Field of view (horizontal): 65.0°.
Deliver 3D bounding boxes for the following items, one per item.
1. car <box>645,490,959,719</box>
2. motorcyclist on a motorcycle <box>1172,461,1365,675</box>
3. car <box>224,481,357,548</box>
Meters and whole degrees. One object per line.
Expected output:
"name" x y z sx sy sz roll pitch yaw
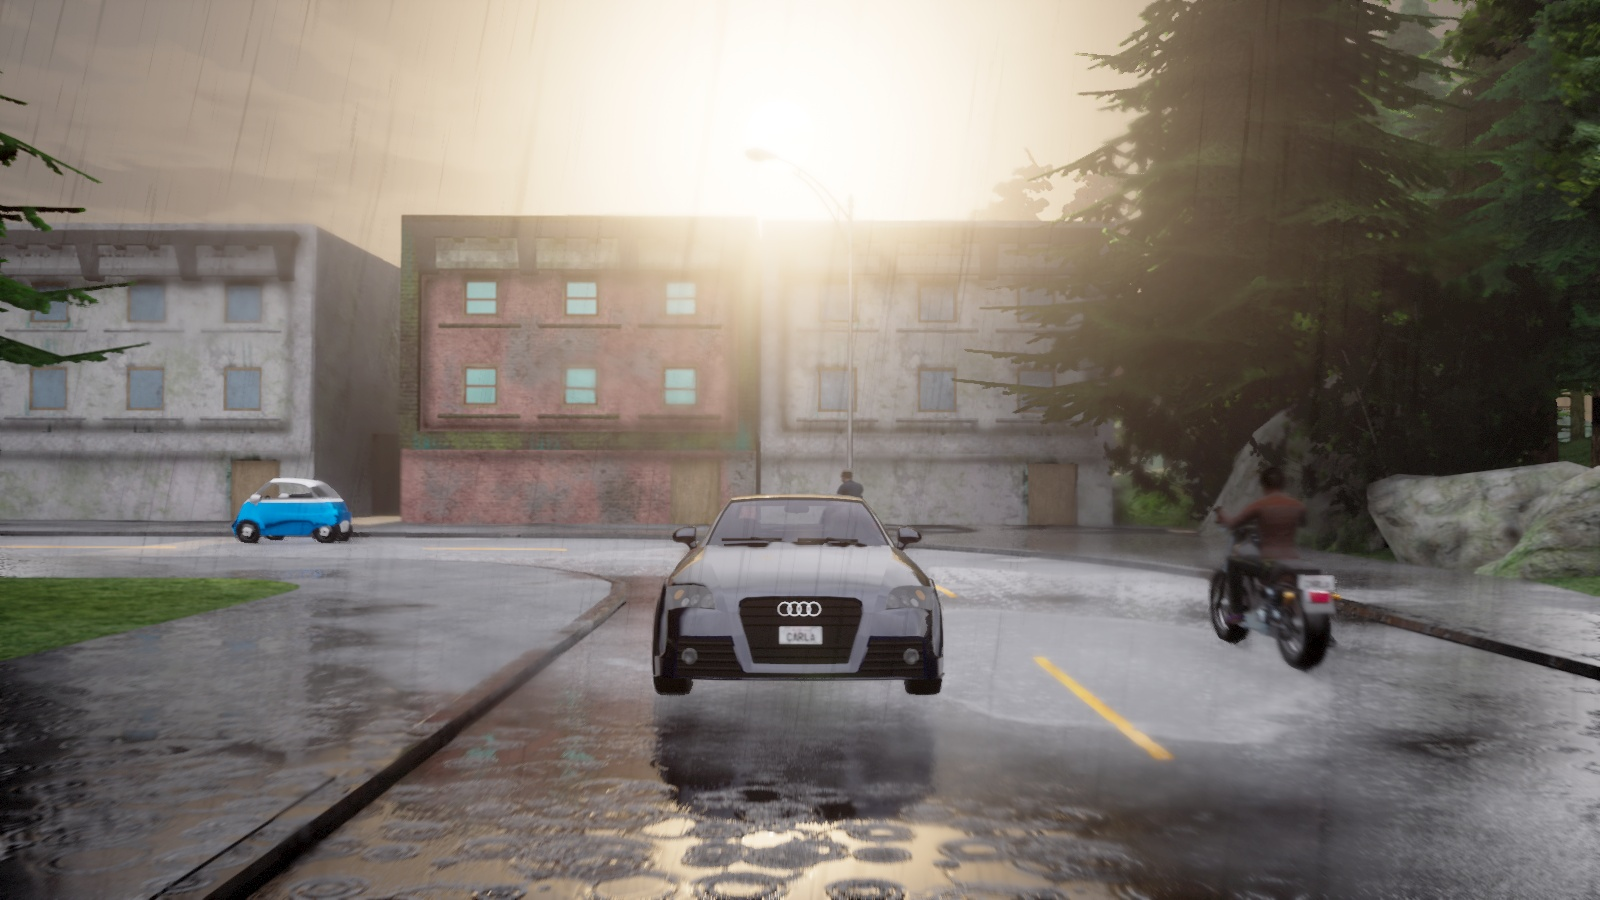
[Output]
"car" -0.022 1.047 10.085 1.994 1.385 4.181 0 -1 -1
"motorcyclist on a motorcycle" 3.969 0.931 10.880 0.766 1.649 2.350 0 -1 0
"car" -10.817 1.361 26.774 2.207 1.376 1.481 0 -1 2
